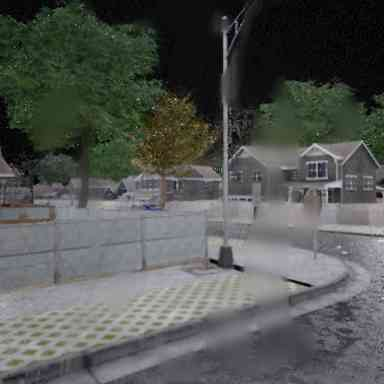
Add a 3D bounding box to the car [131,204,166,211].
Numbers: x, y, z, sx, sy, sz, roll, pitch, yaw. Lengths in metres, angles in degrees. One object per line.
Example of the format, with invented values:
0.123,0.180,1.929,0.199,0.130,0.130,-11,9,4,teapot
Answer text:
-4.430,1.900,32.974,1.882,1.535,5.008,0,-1,-36,car
